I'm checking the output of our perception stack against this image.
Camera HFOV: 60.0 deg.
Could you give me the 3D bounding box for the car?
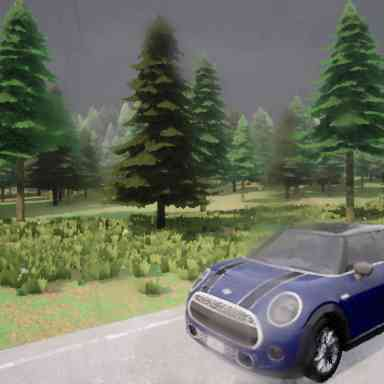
[{"bbox_3d":[2.107,1.352,5.587,4.553,1.767,2.097,0,0,-36],"label":"car"}]
